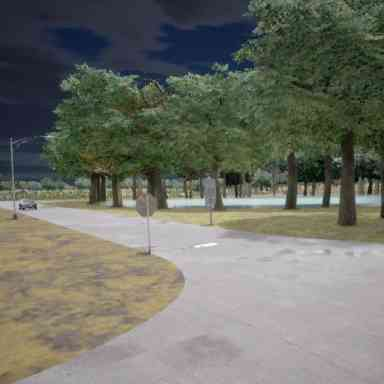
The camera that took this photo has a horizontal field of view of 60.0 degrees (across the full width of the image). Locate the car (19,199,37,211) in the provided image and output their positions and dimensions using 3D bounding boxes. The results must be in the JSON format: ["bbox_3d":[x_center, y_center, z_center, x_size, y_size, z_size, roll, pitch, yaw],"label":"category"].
[{"bbox_3d":[-23.139,1.746,46.813,1.837,1.490,4.892,-3,1,-35],"label":"car"}]
